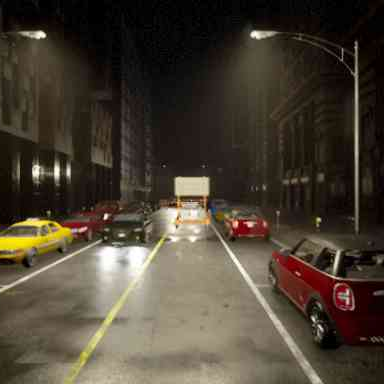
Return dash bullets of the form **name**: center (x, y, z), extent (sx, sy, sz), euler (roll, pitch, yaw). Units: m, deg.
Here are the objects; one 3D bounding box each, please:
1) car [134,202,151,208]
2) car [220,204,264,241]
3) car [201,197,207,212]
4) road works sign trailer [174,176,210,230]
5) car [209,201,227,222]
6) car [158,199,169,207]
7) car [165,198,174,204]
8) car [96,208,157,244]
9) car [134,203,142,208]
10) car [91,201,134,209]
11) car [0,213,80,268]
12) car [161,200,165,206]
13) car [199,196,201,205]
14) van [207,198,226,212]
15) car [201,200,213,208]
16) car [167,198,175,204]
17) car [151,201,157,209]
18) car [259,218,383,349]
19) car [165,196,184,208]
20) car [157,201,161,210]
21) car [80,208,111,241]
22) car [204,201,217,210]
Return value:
- **car**: center (-5.764, 1.769, 34.377), extent (1.967, 1.590, 4.097), euler (0, -1, 0)
- **car**: center (2.760, 1.608, 17.586), extent (1.967, 1.590, 4.097), euler (0, -1, 0)
- **car**: center (2.761, 1.754, 45.595), extent (2.192, 1.841, 5.009), euler (0, -1, 0)
- **road works sign trailer**: center (0.000, 0.680, 22.639), extent (2.380, 3.560, 2.880), euler (0, -1, 0)
- **car**: center (2.761, 1.802, 28.959), extent (1.752, 1.417, 4.829), euler (0, -1, 0)
- **car**: center (-5.763, 2.211, 67.987), extent (1.887, 1.381, 4.507), euler (0, -1, 0)
- **car**: center (-5.762, 2.278, 84.794), extent (1.967, 1.590, 4.097), euler (0, -1, 0)
- **car**: center (-3.099, 1.723, 16.638), extent (1.994, 1.385, 4.181), euler (0, -1, 0)
- **car**: center (-5.764, 1.857, 28.775), extent (1.802, 1.307, 4.206), euler (0, -1, 0)
- **car**: center (-5.765, 1.537, 23.175), extent (2.192, 1.841, 5.009), euler (0, -1, 0)
- **car**: center (-5.765, 1.639, 11.799), extent (1.752, 1.417, 4.829), euler (0, -1, 0)
- **car**: center (-5.763, 2.061, 51.181), extent (1.947, 1.339, 4.313), euler (0, -1, 0)
- **car**: center (2.761, 1.866, 56.798), extent (2.192, 1.841, 5.009), euler (0, -1, 0)
- **van**: center (2.761, 1.670, 34.392), extent (1.690, 1.788, 3.998), euler (0, -1, 0)
- **car**: center (2.762, 2.174, 62.397), extent (1.947, 1.339, 4.313), euler (0, -1, 0)
- **car**: center (-5.762, 2.440, 90.394), extent (1.887, 1.381, 4.507), euler (0, -1, 0)
- **car**: center (-5.764, 1.935, 39.979), extent (2.008, 1.369, 4.403), euler (0, -1, 0)
- **car**: center (2.760, 1.501, 6.383), extent (1.967, 1.590, 4.097), euler (0, -1, 0)
- **car**: center (-3.053, 1.917, 58.144), extent (2.097, 1.767, 4.553), euler (0, -1, 0)
- **car**: center (-5.763, 2.005, 45.580), extent (1.947, 1.339, 4.313), euler (0, -1, 0)
- **car**: center (-5.764, 1.750, 17.570), extent (1.802, 1.307, 4.206), euler (0, -1, 0)
- **car**: center (2.762, 2.077, 51.194), extent (1.802, 1.307, 4.206), euler (0, -1, 0)
